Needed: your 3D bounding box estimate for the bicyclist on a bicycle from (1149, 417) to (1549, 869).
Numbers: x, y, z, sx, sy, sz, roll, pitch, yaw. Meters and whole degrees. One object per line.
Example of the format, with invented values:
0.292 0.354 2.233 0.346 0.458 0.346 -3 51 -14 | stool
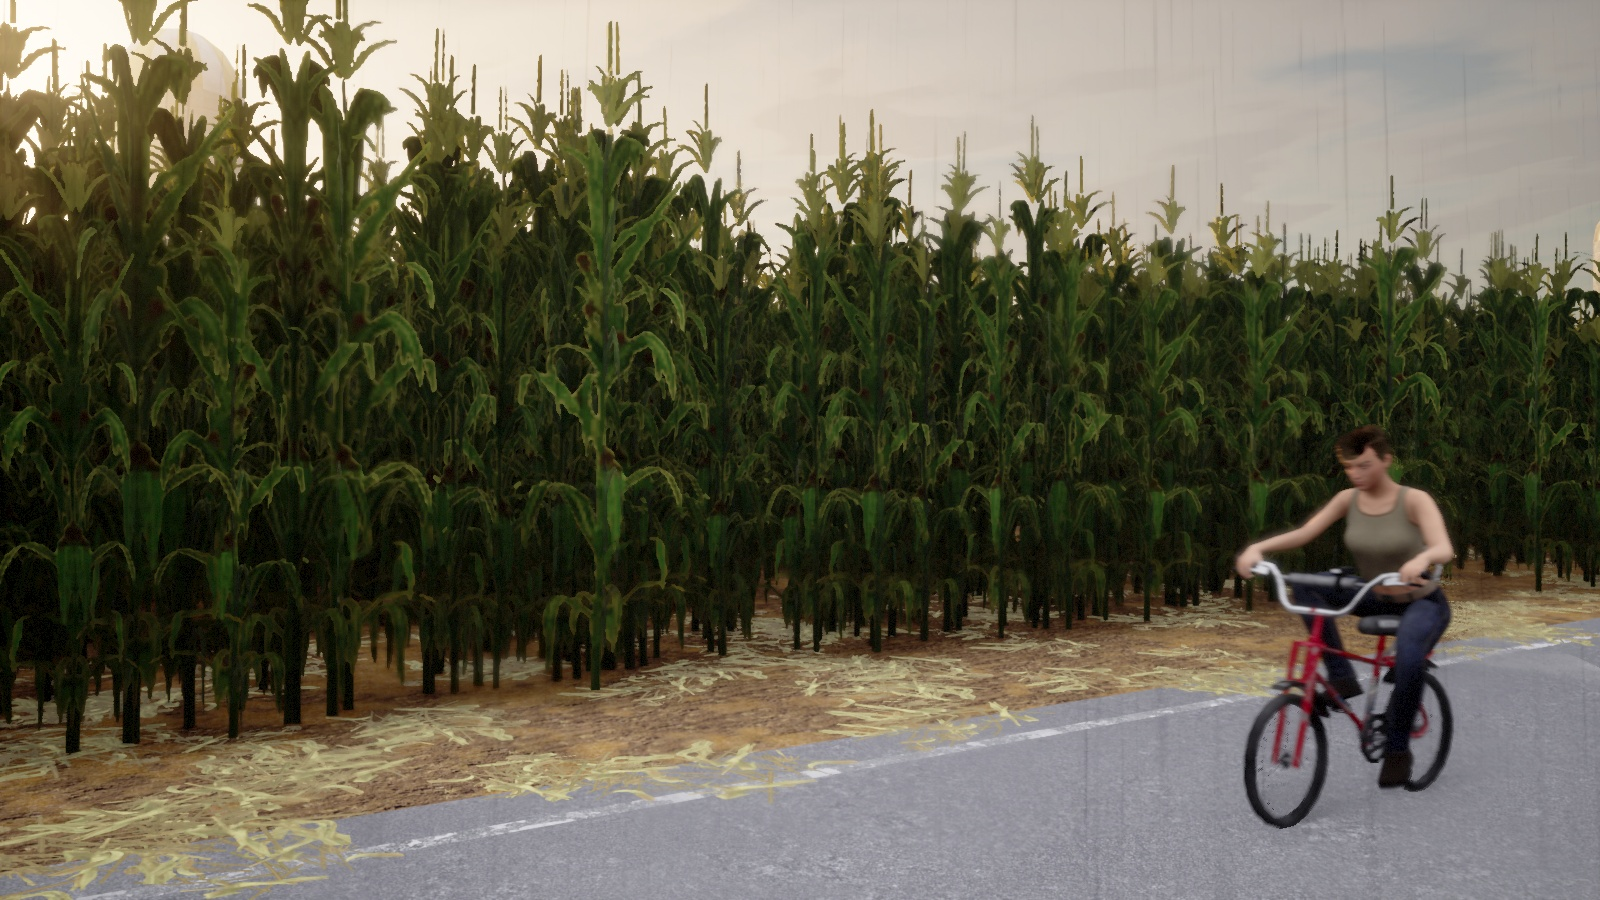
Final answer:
2.311 0.689 5.262 1.509 1.612 0.866 0 0 -35 | bicyclist on a bicycle
